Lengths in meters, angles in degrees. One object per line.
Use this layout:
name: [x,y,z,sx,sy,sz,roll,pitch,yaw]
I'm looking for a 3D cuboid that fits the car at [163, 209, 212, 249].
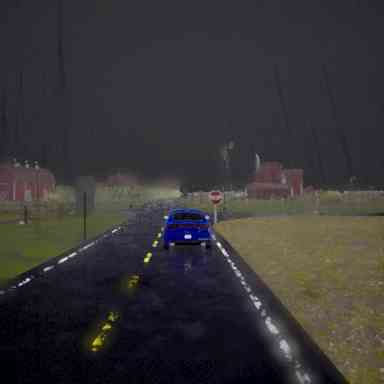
car: [-0.226,1.498,14.724,1.882,1.535,5.008,0,0,-2]
